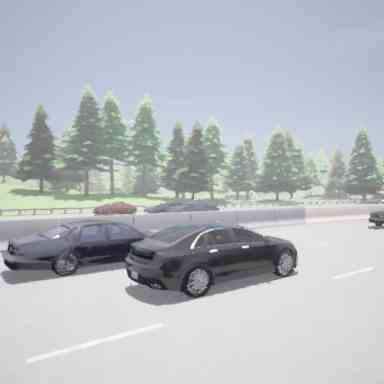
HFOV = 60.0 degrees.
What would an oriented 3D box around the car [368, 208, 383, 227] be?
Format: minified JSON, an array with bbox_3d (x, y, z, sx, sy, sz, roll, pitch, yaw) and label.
[{"bbox_3d":[13.778,1.561,21.813,5.357,1.411,2.033,0,0,-32],"label":"car"}]

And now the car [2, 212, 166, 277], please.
[{"bbox_3d":[-2.792,1.567,10.363,5.357,1.411,2.033,0,0,-36],"label":"car"}]

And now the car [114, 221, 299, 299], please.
[{"bbox_3d":[0.731,1.519,8.586,4.892,1.490,1.837,-1,0,-36],"label":"car"}]

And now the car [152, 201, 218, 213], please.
[{"bbox_3d":[-0.516,1.602,25.070,4.181,1.385,1.994,0,0,-35],"label":"car"}]

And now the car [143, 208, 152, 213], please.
[{"bbox_3d":[-1.803,1.550,28.444,4.892,1.490,1.837,0,0,-35],"label":"car"}]

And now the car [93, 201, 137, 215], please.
[{"bbox_3d":[-7.563,1.623,32.953,4.181,1.385,1.994,0,0,-35],"label":"car"}]
